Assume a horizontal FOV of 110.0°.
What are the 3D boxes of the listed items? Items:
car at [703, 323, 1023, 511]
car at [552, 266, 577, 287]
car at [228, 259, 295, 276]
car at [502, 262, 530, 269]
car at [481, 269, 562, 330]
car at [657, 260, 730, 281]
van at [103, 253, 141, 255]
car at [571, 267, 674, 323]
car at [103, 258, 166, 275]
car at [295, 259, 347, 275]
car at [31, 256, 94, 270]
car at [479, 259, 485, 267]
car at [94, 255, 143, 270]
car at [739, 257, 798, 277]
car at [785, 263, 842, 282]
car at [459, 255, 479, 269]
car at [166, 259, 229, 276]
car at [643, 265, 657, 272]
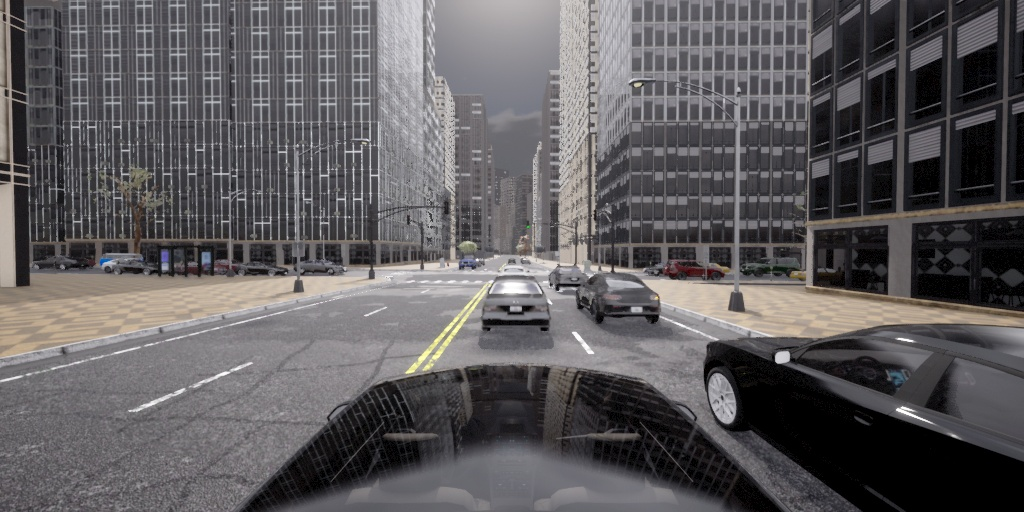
[{"bbox_3d":[3.345,1.227,2.545,1.882,1.535,5.008,0,0,0],"label":"car"},{"bbox_3d":[3.346,1.286,21.916,2.033,1.411,5.357,0,0,0],"label":"car"},{"bbox_3d":[-22.741,1.172,32.640,4.313,1.339,1.948,0,0,1],"label":"car"},{"bbox_3d":[0.095,1.264,21.219,1.812,1.442,4.674,0,0,0],"label":"car"},{"bbox_3d":[0.099,1.293,10.999,2.033,1.411,5.357,0,0,0],"label":"car"},{"bbox_3d":[16.184,1.267,32.125,5.009,1.841,2.192,0,0,1],"label":"car"},{"bbox_3d":[-45.300,0.603,41.599,3.998,1.789,1.690,0,0,1],"label":"van"},{"bbox_3d":[3.349,1.271,11.917,1.812,1.442,4.674,0,0,0],"label":"car"},{"bbox_3d":[-34.106,1.068,32.942,4.313,1.339,1.948,0,0,1],"label":"car"},{"bbox_3d":[-18.811,1.089,35.267,4.902,1.511,2.128,1,1,1],"label":"car"},{"bbox_3d":[-49.195,0.772,39.074,4.892,1.490,1.837,0,1,1],"label":"car"},{"bbox_3d":[-6.585,1.190,63.775,2.128,1.511,4.902,0,0,0],"label":"car"},{"bbox_3d":[-37.956,0.949,35.658,4.674,1.442,1.812,1,1,2],"label":"car"},{"bbox_3d":[27.096,1.175,37.713,5.566,2.045,2.150,1,1,1],"label":"car"},{"bbox_3d":[27.632,1.577,31.932,4.829,1.417,1.751,0,0,1],"label":"car"},{"bbox_3d":[-6.615,0.932,53.857,2.150,2.045,5.566,0,0,0],"label":"car"},{"bbox_3d":[-28.426,1.136,32.771,4.207,1.307,1.802,0,0,1],"label":"car"},{"bbox_3d":[16.435,1.352,37.900,4.902,1.511,2.128,1,1,1],"label":"car"}]
